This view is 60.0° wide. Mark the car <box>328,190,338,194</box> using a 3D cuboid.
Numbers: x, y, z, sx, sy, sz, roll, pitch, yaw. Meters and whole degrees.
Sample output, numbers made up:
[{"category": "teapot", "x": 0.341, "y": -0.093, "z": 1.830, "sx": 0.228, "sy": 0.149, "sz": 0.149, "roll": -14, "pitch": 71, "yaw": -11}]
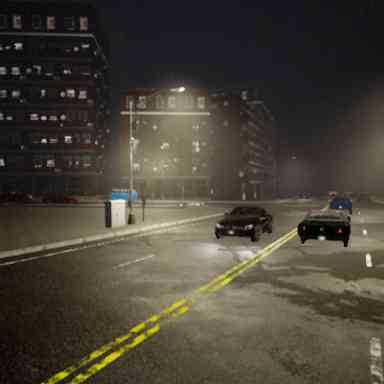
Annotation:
[{"category": "car", "x": 35.433, "y": 0.750, "z": 82.510, "sx": 1.895, "sy": 1.301, "sz": 4.718, "roll": 0, "pitch": 1, "yaw": 20}]

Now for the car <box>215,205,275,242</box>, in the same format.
[{"category": "car", "x": 2.651, "y": 1.382, "z": 15.774, "sx": 1.812, "sy": 1.442, "sz": 4.674, "roll": 0, "pitch": 0, "yaw": 27}]

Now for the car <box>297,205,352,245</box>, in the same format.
[{"category": "car", "x": 6.006, "y": 1.458, "z": 14.783, "sx": 1.895, "sy": 1.301, "sz": 4.718, "roll": 0, "pitch": 1, "yaw": 27}]

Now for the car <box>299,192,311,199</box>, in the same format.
[{"category": "car", "x": 24.392, "y": 0.820, "z": 71.926, "sx": 2.128, "sy": 1.511, "sz": 4.902, "roll": 0, "pitch": 1, "yaw": 22}]

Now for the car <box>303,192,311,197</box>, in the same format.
[{"category": "car", "x": 30.193, "y": 0.604, "z": 87.069, "sx": 1.895, "sy": 1.301, "sz": 4.718, "roll": 0, "pitch": 1, "yaw": 20}]

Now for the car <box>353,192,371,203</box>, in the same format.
[{"category": "car", "x": 26.898, "y": 0.971, "z": 52.204, "sx": 1.837, "sy": 1.490, "sz": 4.892, "roll": 0, "pitch": 1, "yaw": 23}]

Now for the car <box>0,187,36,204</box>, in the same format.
[{"category": "car", "x": -20.364, "y": 0.481, "z": 37.331, "sx": 5.009, "sy": 1.841, "sz": 2.192, "roll": 1, "pitch": 0, "yaw": -4}]

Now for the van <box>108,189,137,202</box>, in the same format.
[{"category": "van", "x": -9.575, "y": 0.511, "z": 46.442, "sx": 3.998, "sy": 1.788, "sz": 1.690, "roll": 1, "pitch": 0, "yaw": -4}]

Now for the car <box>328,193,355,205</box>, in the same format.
[{"category": "car", "x": 14.300, "y": 1.161, "z": 31.936, "sx": 1.882, "sy": 1.535, "sz": 5.008, "roll": 0, "pitch": 1, "yaw": 25}]

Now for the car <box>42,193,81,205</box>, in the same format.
[{"category": "car", "x": -14.748, "y": 0.818, "z": 37.701, "sx": 4.206, "sy": 1.307, "sz": 1.802, "roll": 1, "pitch": 0, "yaw": -4}]
